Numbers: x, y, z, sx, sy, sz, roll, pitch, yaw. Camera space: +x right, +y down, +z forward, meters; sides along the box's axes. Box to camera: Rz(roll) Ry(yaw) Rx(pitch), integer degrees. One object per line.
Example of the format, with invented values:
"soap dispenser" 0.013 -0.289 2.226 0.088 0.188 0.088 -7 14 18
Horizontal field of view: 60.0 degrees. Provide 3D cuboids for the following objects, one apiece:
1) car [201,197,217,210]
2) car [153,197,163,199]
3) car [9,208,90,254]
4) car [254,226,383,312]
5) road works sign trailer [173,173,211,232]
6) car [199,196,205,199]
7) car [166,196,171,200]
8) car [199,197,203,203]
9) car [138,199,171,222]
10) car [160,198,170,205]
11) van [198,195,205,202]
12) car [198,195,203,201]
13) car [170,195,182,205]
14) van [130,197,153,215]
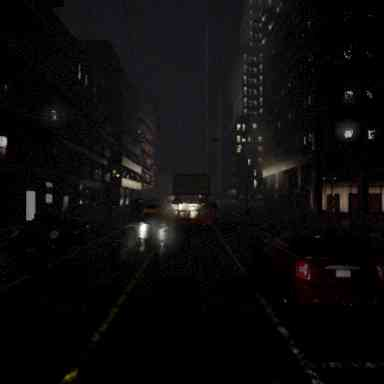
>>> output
"car" 2.687 1.838 47.765 2.008 1.369 4.403 1 0 0
"car" -5.694 1.854 47.879 1.947 1.339 4.313 1 0 0
"car" -5.680 1.533 13.682 1.967 1.590 4.097 1 0 0
"car" 2.702 1.495 7.877 1.967 1.590 4.097 1 0 0
"road works sign trailer" -0.008 0.604 21.391 2.380 3.560 2.880 0 0 0
"car" 2.683 1.890 59.160 1.887 1.381 4.507 1 0 0
"car" -5.699 1.924 64.973 2.008 1.369 4.403 1 0 0
"car" 2.685 1.868 53.462 2.008 1.369 4.403 1 0 0
"car" -3.108 1.658 28.405 1.882 1.535 5.008 0 0 0
"car" -5.702 1.982 70.670 1.802 1.307 4.206 1 0 0
"van" 2.685 1.841 93.350 1.690 1.788 3.998 1 0 0
"car" 2.682 1.740 76.256 2.192 1.841 5.009 1 0 0
"car" -3.026 1.867 69.684 1.882 1.535 5.008 0 0 0
"van" -5.686 1.567 36.479 1.690 1.788 3.998 1 0 0
